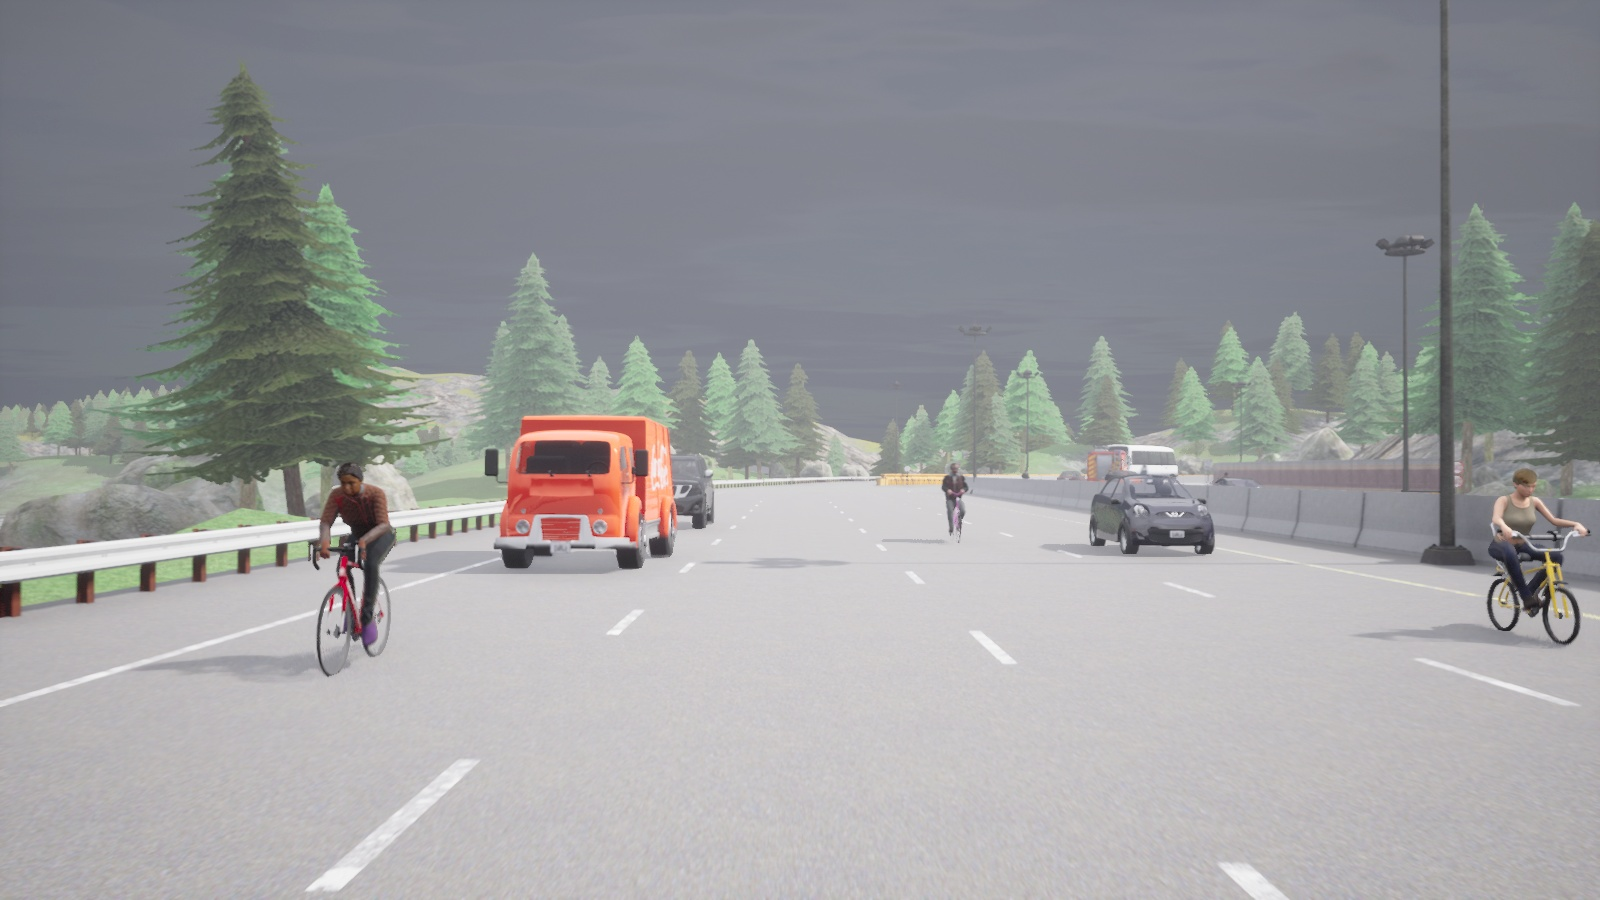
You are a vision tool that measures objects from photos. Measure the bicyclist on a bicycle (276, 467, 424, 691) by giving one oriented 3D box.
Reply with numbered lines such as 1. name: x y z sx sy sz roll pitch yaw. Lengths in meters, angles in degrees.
1. bicyclist on a bicycle: -3.525 0.951 9.979 0.582 1.620 1.656 0 -1 0

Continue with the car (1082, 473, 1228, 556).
1. car: 6.939 1.221 24.916 1.845 1.501 3.633 0 -1 0

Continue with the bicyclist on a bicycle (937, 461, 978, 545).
1. bicyclist on a bicycle: 3.432 1.137 27.471 0.659 1.776 1.843 0 -1 0

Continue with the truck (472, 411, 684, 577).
1. truck: -3.546 0.704 21.303 2.627 2.467 5.204 0 -1 0

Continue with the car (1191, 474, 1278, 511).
1. car: 17.347 1.662 50.342 1.994 1.385 4.181 0 -1 0

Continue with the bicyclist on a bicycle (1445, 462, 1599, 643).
1. bicyclist on a bicycle: 6.974 0.926 11.965 0.866 1.612 1.509 0 -1 0

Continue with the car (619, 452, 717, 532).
1. car: -3.588 1.145 35.149 2.150 2.045 5.566 0 -1 0
